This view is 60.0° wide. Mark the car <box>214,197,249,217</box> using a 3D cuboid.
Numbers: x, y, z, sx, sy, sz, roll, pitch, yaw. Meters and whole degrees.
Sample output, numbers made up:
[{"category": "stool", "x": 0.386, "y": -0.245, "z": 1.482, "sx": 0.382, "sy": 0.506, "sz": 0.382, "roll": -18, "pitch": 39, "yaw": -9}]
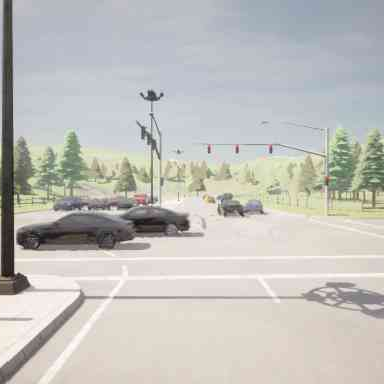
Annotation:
[{"category": "car", "x": 3.647, "y": 1.504, "z": 31.552, "sx": 1.837, "sy": 1.490, "sz": 4.892, "roll": -1, "pitch": 0, "yaw": -4}]

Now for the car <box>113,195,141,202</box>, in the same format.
[{"category": "car", "x": -8.037, "y": 1.478, "z": 41.734, "sx": 1.882, "sy": 1.535, "sz": 5.008, "roll": 0, "pitch": 0, "yaw": 0}]

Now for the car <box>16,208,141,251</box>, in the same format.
[{"category": "car", "x": -4.610, "y": 1.526, "z": 13.553, "sx": 4.674, "sy": 1.442, "sz": 1.812, "roll": 0, "pitch": 0, "yaw": -3}]

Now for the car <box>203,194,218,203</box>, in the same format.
[{"category": "car", "x": 3.712, "y": 1.477, "z": 68.999, "sx": 1.882, "sy": 1.535, "sz": 5.008, "roll": 0, "pitch": 0, "yaw": 0}]

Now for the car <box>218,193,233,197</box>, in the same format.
[{"category": "car", "x": 7.214, "y": 1.223, "z": 68.637, "sx": 2.150, "sy": 2.045, "sz": 5.566, "roll": 0, "pitch": 0, "yaw": 0}]

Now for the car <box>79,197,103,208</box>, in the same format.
[{"category": "car", "x": -15.026, "y": 1.547, "z": 49.824, "sx": 2.033, "sy": 1.411, "sz": 5.357, "roll": 0, "pitch": 0, "yaw": 0}]

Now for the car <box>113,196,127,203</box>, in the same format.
[{"category": "car", "x": -14.899, "y": 1.499, "z": 69.173, "sx": 1.837, "sy": 1.490, "sz": 4.892, "roll": 0, "pitch": 0, "yaw": 0}]

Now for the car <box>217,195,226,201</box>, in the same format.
[{"category": "car", "x": 7.364, "y": 1.478, "z": 83.845, "sx": 1.882, "sy": 1.535, "sz": 5.008, "roll": 0, "pitch": 0, "yaw": 2}]

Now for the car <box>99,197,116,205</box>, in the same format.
[{"category": "car", "x": -14.994, "y": 1.564, "z": 59.062, "sx": 1.994, "sy": 1.385, "sz": 4.181, "roll": 0, "pitch": 0, "yaw": 0}]

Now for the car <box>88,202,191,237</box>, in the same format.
[{"category": "car", "x": -2.538, "y": 1.477, "z": 17.381, "sx": 5.008, "sy": 1.535, "sz": 1.882, "roll": 0, "pitch": 0, "yaw": -4}]

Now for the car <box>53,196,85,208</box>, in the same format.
[{"category": "car", "x": -15.044, "y": 1.352, "z": 40.365, "sx": 2.097, "sy": 1.767, "sz": 4.553, "roll": 0, "pitch": 0, "yaw": 0}]

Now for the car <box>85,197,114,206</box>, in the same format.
[{"category": "car", "x": -11.541, "y": 1.564, "z": 41.617, "sx": 1.994, "sy": 1.385, "sz": 4.181, "roll": 0, "pitch": 0, "yaw": 0}]

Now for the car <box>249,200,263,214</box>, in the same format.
[{"category": "car", "x": 6.707, "y": 1.547, "z": 36.077, "sx": 2.033, "sy": 1.411, "sz": 5.357, "roll": 0, "pitch": 0, "yaw": 9}]

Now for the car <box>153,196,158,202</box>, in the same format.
[{"category": "car", "x": -7.973, "y": 1.547, "z": 62.007, "sx": 2.033, "sy": 1.411, "sz": 5.357, "roll": 0, "pitch": 0, "yaw": 0}]

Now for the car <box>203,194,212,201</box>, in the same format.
[{"category": "car", "x": 3.867, "y": 1.355, "z": 83.996, "sx": 2.097, "sy": 1.767, "sz": 4.553, "roll": 0, "pitch": 0, "yaw": 2}]

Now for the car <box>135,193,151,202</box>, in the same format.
[{"category": "car", "x": -8.022, "y": 1.221, "z": 51.668, "sx": 2.150, "sy": 2.045, "sz": 5.566, "roll": 0, "pitch": 0, "yaw": 0}]

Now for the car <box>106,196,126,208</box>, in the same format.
[{"category": "car", "x": -11.523, "y": 1.478, "z": 50.595, "sx": 1.882, "sy": 1.535, "sz": 5.008, "roll": 0, "pitch": 0, "yaw": 0}]

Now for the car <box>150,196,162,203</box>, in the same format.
[{"category": "car", "x": -7.870, "y": 1.526, "z": 72.676, "sx": 2.033, "sy": 1.411, "sz": 5.357, "roll": 0, "pitch": 0, "yaw": 0}]
